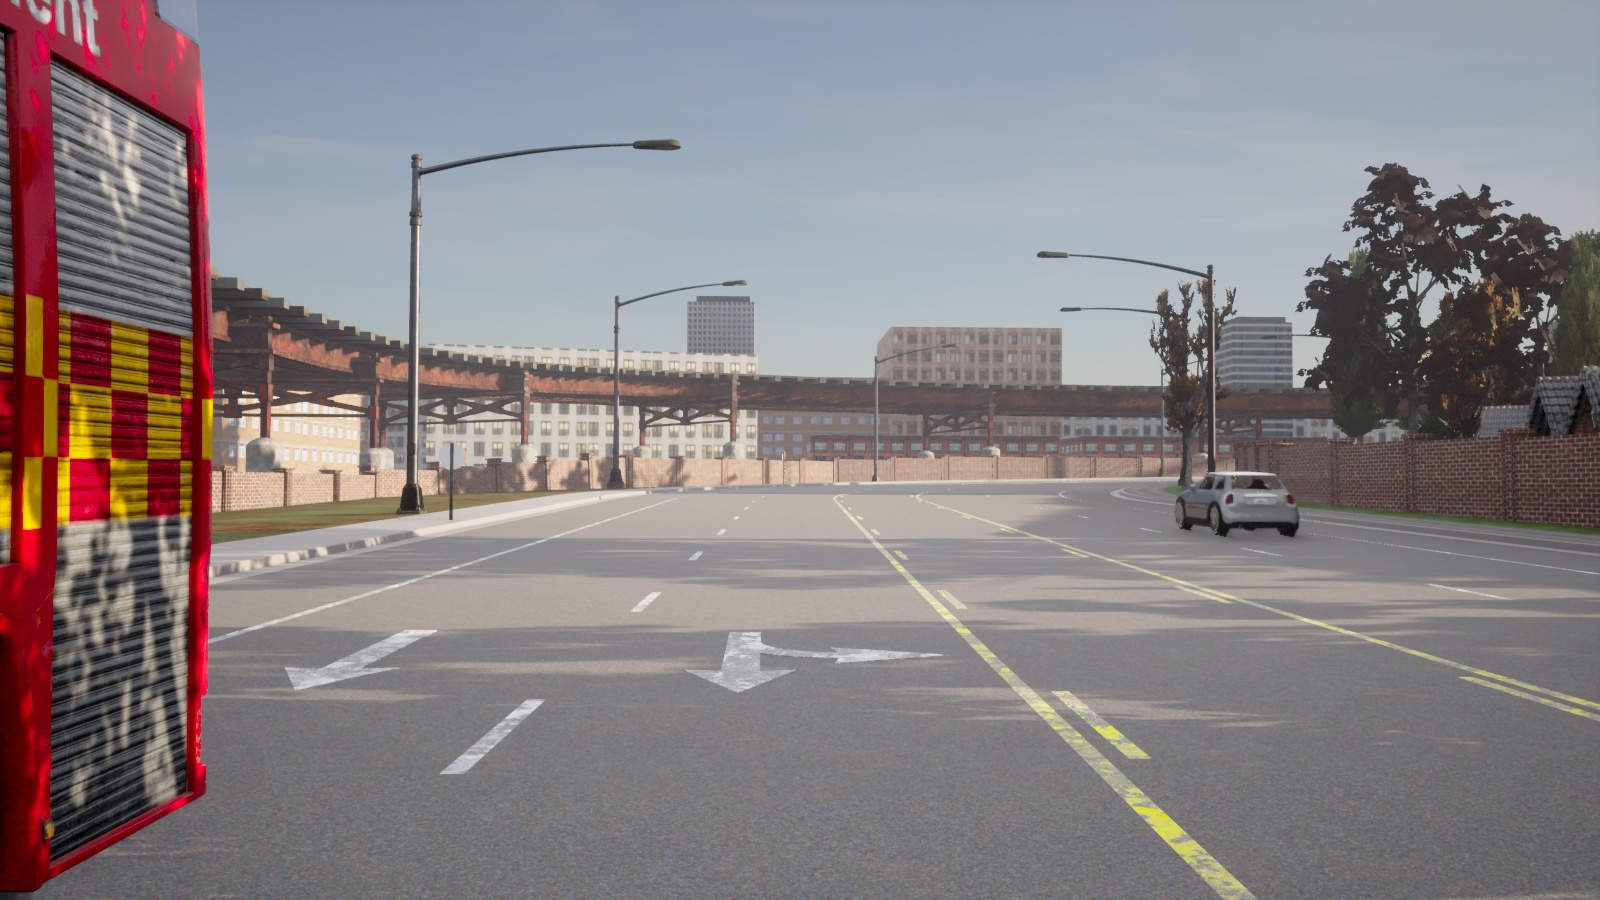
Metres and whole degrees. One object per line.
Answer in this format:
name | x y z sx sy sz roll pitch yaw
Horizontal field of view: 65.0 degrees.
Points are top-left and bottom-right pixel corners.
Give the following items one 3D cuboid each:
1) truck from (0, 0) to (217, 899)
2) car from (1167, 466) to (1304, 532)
truck | -3.504 -0.332 0.213 2.891 3.827 8.468 0 -1 0
car | 10.425 1.130 30.330 1.970 1.475 3.806 0 0 0
